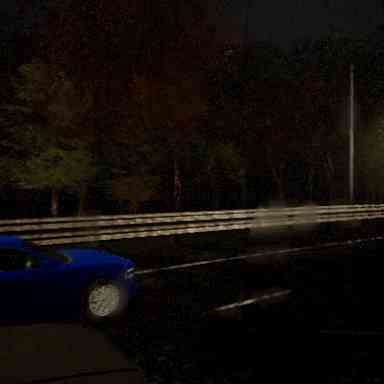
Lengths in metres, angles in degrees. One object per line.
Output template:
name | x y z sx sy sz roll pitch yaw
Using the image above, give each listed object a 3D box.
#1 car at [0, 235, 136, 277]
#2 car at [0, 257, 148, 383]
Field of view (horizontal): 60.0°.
car | -3.363 1.469 5.576 5.008 1.535 1.882 0 0 -35
car | -2.811 1.545 1.717 5.357 1.411 2.033 0 0 -36
